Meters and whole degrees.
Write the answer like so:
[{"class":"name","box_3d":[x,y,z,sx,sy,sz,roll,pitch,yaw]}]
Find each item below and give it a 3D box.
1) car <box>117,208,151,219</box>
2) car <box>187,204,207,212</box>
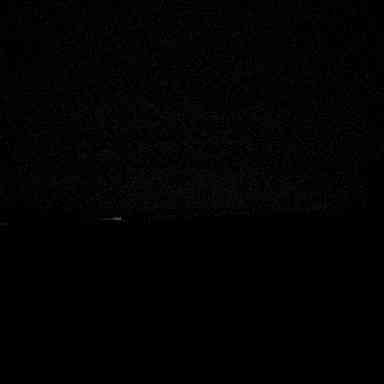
[{"class":"car","box_3d":[-8.118,2.935,46.863,2.033,1.411,5.357,2,0,36]},{"class":"car","box_3d":[0.963,2.937,59.271,1.837,1.490,4.892,2,0,36]}]
